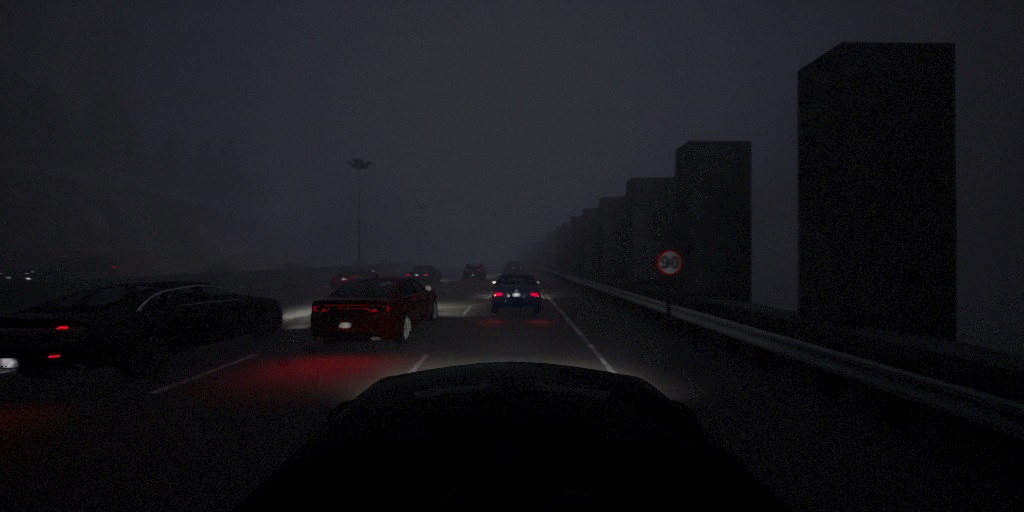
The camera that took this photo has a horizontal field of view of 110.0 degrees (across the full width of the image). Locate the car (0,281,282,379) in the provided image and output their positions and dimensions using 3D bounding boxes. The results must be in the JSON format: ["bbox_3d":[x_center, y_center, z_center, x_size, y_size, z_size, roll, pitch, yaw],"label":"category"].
[{"bbox_3d":[-6.872,1.255,7.325,2.128,1.511,4.902,0,0,0],"label":"car"}]

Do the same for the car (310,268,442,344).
[{"bbox_3d":[-3.365,1.259,9.735,1.882,1.535,5.008,0,0,0],"label":"car"}]

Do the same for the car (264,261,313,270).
[{"bbox_3d":[-21.032,1.349,33.488,2.128,1.511,4.902,0,0,-1],"label":"car"}]

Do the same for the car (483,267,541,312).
[{"bbox_3d":[0.165,1.358,14.492,2.033,1.411,5.357,0,0,0],"label":"car"}]

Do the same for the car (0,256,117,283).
[{"bbox_3d":[-31.478,1.021,25.191,2.150,2.045,5.566,0,0,0],"label":"car"}]

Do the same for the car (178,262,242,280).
[{"bbox_3d":[-28.038,1.350,33.544,1.837,1.490,4.892,0,-1,-1],"label":"car"}]

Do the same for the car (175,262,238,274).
[{"bbox_3d":[-24.440,1.354,28.700,1.812,1.442,4.674,0,0,0],"label":"car"}]

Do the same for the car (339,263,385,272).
[{"bbox_3d":[-10.281,1.398,23.881,1.994,1.385,4.181,0,0,0],"label":"car"}]

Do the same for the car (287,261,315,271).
[{"bbox_3d":[-32.177,1.462,54.877,1.812,1.442,4.674,0,0,-4],"label":"car"}]

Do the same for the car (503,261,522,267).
[{"bbox_3d":[0.065,1.275,38.559,2.097,1.767,4.553,0,0,-1],"label":"car"}]

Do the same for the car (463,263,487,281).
[{"bbox_3d":[-3.311,1.380,32.382,2.128,1.511,4.902,0,0,-1],"label":"car"}]

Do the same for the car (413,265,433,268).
[{"bbox_3d":[-6.773,1.407,27.932,2.033,1.411,5.357,0,0,0],"label":"car"}]
